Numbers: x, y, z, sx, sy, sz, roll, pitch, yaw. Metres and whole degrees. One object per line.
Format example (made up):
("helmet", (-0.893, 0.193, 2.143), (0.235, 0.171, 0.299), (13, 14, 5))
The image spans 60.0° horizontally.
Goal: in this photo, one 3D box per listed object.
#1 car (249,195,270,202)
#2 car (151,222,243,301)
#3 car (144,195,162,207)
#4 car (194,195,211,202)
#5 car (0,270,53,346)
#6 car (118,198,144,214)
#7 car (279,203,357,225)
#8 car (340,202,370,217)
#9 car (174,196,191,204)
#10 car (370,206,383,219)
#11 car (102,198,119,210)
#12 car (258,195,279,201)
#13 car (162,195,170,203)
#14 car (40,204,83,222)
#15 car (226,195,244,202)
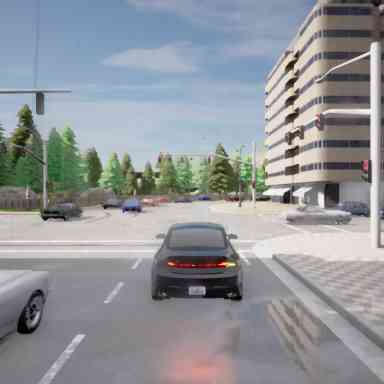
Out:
("car", (15.227, 1.593, 74.763), (4.718, 1.301, 1.895), (0, 0, -33))
("car", (0.121, 1.505, 8.324), (1.837, 1.490, 4.892), (0, 0, 1))
("car", (-6.458, 1.351, 50.012), (2.097, 1.767, 4.553), (0, 0, 7))
("car", (2.486, 1.473, 77.827), (1.882, 1.535, 5.008), (0, 0, 42))
("car", (-3.424, 1.601, 3.805), (1.895, 1.301, 4.718), (0, 0, 0))
("car", (-6.551, 1.484, 36.430), (1.882, 1.535, 5.008), (0, 0, -6))
("car", (8.806, 1.657, 23.824), (4.718, 1.301, 1.895), (0, 0, 3))
("car", (14.619, 1.602, 30.987), (5.357, 1.411, 2.033), (0, 0, 0))
("car", (-1.895, 1.562, 65.973), (1.994, 1.385, 4.181), (0, 0, 28))
("car", (17.713, 1.580, 27.475), (4.674, 1.442, 1.812), (0, 0, 0))
("car", (-10.365, 1.546, 44.302), (2.033, 1.411, 5.357), (0, 0, 2))
("car", (18.554, 1.498, 80.548), (4.892, 1.490, 1.837), (0, 0, -22))
("car", (-6.161, 1.350, 65.148), (2.097, 1.767, 4.553), (0, 0, 25))
("car", (-10.533, 1.634, 27.152), (1.895, 1.301, 4.718), (0, 0, 0))
("car", (9.753, 1.476, 75.037), (5.008, 1.535, 1.882), (0, 0, -41))
